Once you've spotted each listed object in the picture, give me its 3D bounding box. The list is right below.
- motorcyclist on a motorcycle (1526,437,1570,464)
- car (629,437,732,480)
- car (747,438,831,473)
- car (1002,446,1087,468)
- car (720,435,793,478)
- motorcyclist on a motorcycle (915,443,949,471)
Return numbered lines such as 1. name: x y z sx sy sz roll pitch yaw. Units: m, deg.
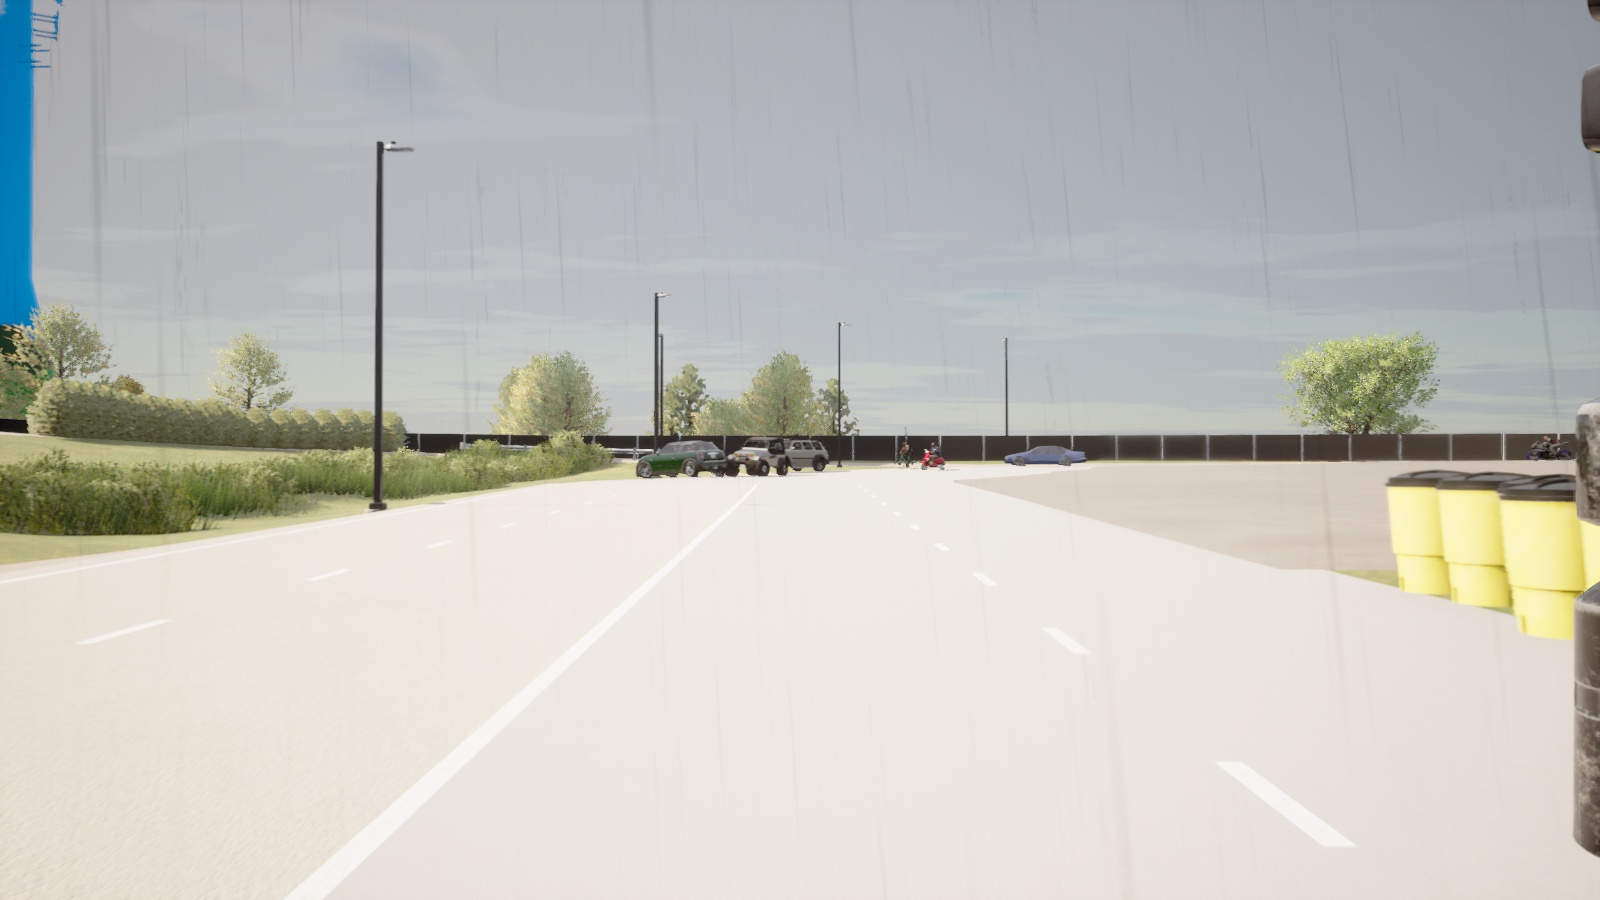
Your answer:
1. motorcyclist on a motorcycle: 43.752 0.033 73.513 2.191 1.530 0.866 0 -1 30
2. car: -5.614 0.403 58.680 4.553 1.767 2.097 -3 0 39
3. car: -0.567 0.310 68.319 1.932 1.855 4.605 0 0 44
4. car: 16.080 0.470 82.588 5.357 1.411 2.033 0 -1 12
5. car: -2.020 0.304 59.275 1.905 1.878 3.866 2 0 23
6. motorcyclist on a motorcycle: 7.477 0.392 70.978 1.817 1.590 0.866 -1 1 -36
